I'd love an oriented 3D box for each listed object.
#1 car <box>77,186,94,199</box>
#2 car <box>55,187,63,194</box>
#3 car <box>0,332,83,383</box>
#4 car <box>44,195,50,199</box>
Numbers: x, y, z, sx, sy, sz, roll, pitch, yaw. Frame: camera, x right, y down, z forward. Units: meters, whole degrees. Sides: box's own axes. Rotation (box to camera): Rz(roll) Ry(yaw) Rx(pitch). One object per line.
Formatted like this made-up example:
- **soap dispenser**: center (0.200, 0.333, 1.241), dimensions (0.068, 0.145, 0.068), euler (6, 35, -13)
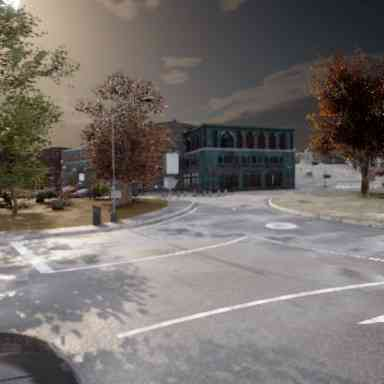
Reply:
- **car**: center (-15.657, 0.320, 48.801), dimensions (2.231, 1.521, 4.892), euler (-1, 1, 16)
- **car**: center (-18.073, 0.101, 50.516), dimensions (2.435, 2.045, 5.566), euler (-1, 1, 16)
- **car**: center (-2.992, 1.498, 1.555), dimensions (4.892, 1.490, 1.837), euler (0, 0, -34)
- **car**: center (-20.462, 0.132, 52.335), dimensions (2.435, 2.045, 5.566), euler (-2, 1, 16)
